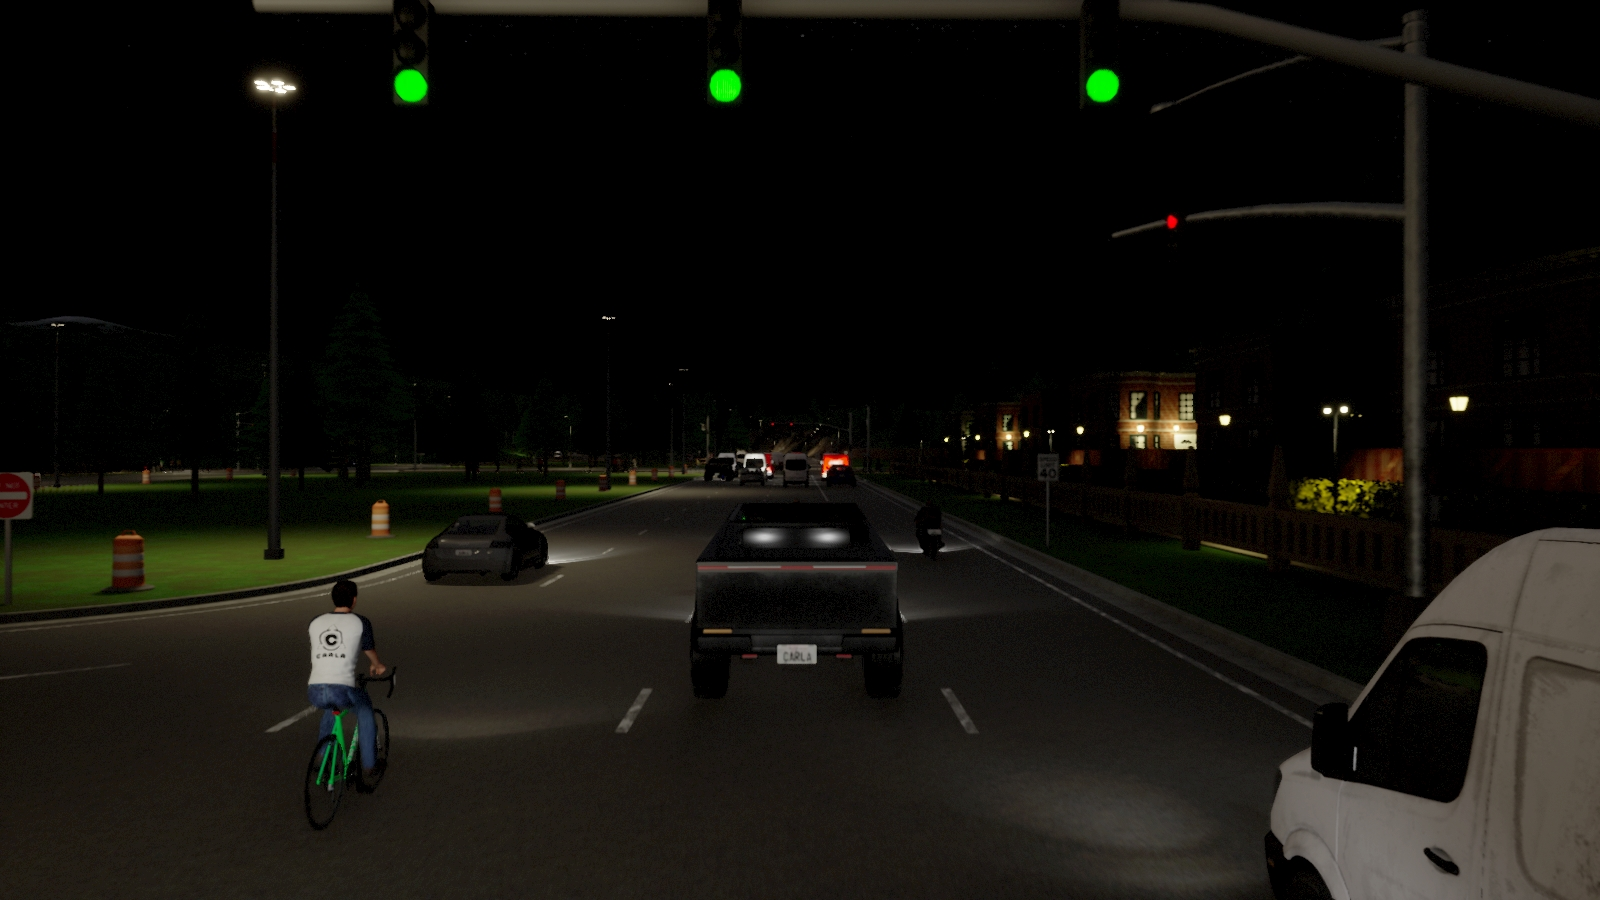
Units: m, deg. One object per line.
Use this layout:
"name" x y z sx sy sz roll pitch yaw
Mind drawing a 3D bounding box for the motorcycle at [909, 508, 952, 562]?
"motorcycle" 3.404 2.216 30.005 0.867 1.251 2.209 0 0 0

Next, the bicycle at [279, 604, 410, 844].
"bicycle" -3.522 2.060 8.949 0.373 1.496 1.643 0 0 0

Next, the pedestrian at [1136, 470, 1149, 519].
"pedestrian" 13.178 1.717 43.940 0.375 1.860 0.375 0 0 -3

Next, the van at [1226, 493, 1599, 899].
"van" 3.485 1.536 3.707 1.988 2.561 5.915 0 0 0

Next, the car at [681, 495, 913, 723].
"car" -0.043 1.759 14.898 2.390 2.098 6.274 0 0 0

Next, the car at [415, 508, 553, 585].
"car" -7.083 2.129 26.044 1.994 1.385 4.181 0 0 0
